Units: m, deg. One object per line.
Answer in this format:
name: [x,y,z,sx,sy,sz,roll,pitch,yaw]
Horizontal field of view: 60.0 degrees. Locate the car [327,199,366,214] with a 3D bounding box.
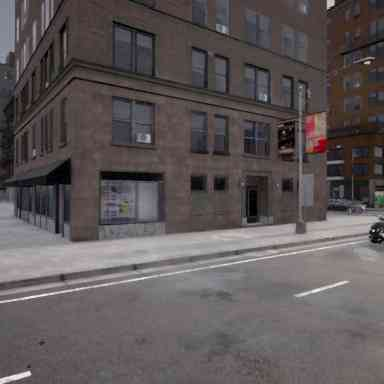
car: [15.641,1.482,34.974,2.128,1.511,4.902,0,0,-35]

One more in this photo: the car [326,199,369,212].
car: [18.713,1.577,40.134,1.947,1.339,4.313,0,0,-35]

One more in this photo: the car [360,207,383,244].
car: [9.635,1.505,14.566,4.892,1.490,1.837,0,0,-36]
